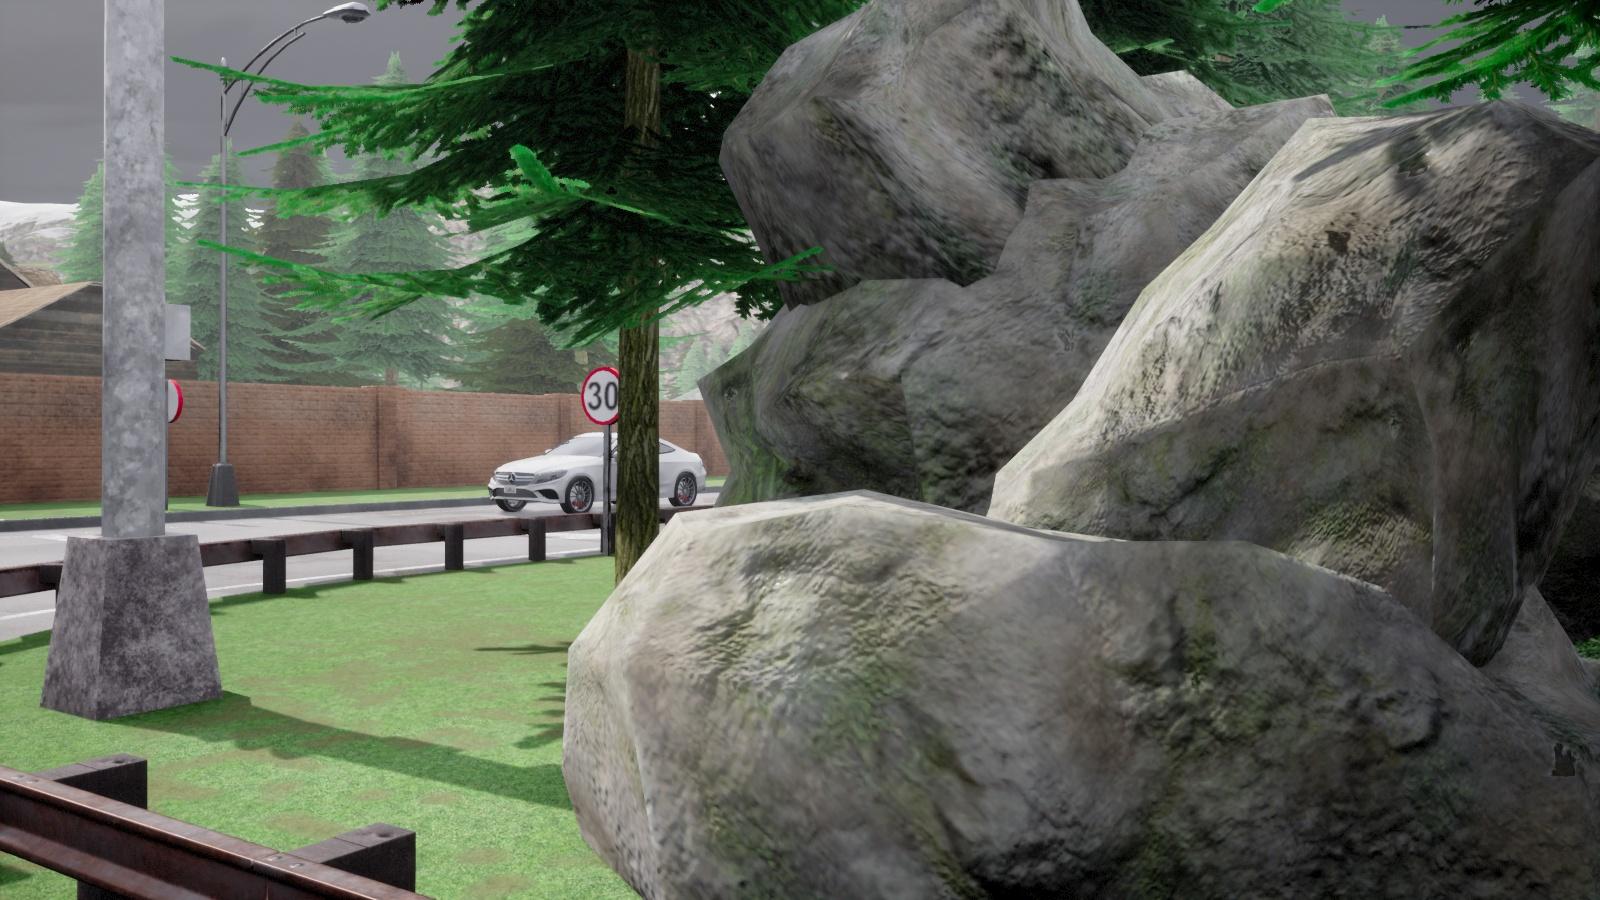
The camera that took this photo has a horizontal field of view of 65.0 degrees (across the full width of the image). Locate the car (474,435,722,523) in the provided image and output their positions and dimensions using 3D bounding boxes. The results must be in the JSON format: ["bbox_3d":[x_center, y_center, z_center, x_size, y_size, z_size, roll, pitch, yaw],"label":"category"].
[{"bbox_3d":[-3.608,0.457,23.271,1.812,1.442,4.674,0,1,34],"label":"car"}]
